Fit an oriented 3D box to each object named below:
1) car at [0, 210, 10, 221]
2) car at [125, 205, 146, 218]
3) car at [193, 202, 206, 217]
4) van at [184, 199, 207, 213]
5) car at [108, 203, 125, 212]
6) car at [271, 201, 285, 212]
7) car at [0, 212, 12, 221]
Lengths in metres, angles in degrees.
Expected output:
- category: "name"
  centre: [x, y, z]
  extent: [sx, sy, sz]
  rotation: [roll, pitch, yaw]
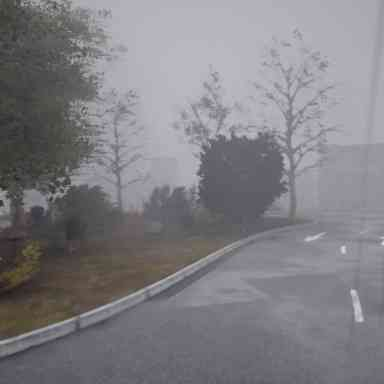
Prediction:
- category: "car"
  centre: [-32.194, 3.853, 53.597]
  extent: [2.185, 1.767, 4.553]
  rotation: [-4, -2, 25]
- category: "car"
  centre: [-5.544, 2.384, 41.217]
  extent: [1.946, 1.575, 5.366]
  rotation: [-3, -1, 25]
- category: "car"
  centre: [-0.268, 1.914, 39.040]
  extent: [2.435, 2.045, 5.566]
  rotation: [-2, -1, 24]
- category: "van"
  centre: [0.627, 2.198, 51.962]
  extent: [1.878, 1.987, 4.442]
  rotation: [-3, -1, 25]
- category: "car"
  centre: [-7.962, 2.498, 42.324]
  extent: [1.946, 1.575, 5.366]
  rotation: [-3, -2, 25]
- category: "car"
  centre: [11.717, 1.872, 47.018]
  extent: [2.185, 1.767, 4.553]
  rotation: [-2, -1, 24]
- category: "car"
  centre: [-29.288, 3.823, 52.316]
  extent: [2.002, 1.452, 4.674]
  rotation: [-4, -2, 25]
